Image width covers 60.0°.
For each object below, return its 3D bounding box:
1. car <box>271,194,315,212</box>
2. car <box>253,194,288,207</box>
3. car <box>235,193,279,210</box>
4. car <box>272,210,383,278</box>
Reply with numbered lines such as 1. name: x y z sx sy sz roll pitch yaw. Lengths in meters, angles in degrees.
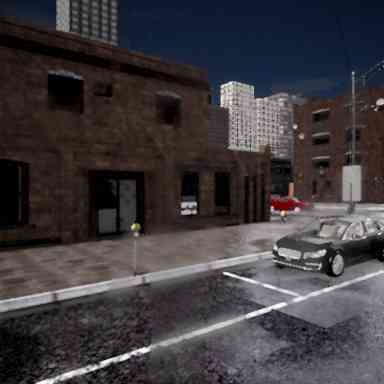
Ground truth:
1. car: 8.674 1.116 29.464 1.887 1.381 4.507 -1 0 -35
2. car: 9.965 1.079 42.693 1.967 1.590 4.097 -1 0 -35
3. car: 7.055 0.974 36.540 2.097 1.767 4.553 0 0 -35
4. car: 4.167 1.369 9.516 4.403 1.369 2.008 -1 2 -35
